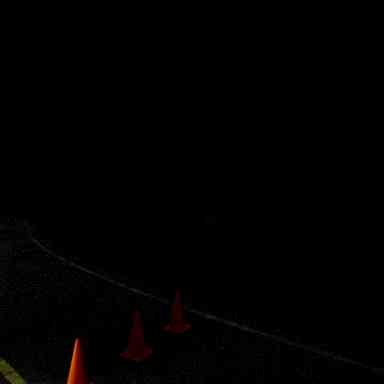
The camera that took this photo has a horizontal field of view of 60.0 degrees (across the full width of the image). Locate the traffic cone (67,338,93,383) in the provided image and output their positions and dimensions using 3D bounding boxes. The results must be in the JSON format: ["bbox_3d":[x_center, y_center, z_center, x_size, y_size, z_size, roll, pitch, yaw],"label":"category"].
[{"bbox_3d":[-1.277,1.945,3.735,0.340,0.580,0.340,1,1,31],"label":"traffic cone"}]

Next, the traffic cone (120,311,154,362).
[{"bbox_3d":[-0.758,1.938,4.585,0.340,0.580,0.340,1,1,31],"label":"traffic cone"}]

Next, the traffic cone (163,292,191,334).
[{"bbox_3d":[-0.238,1.931,5.435,0.340,0.580,0.340,1,1,31],"label":"traffic cone"}]

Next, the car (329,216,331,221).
[{"bbox_3d":[35.621,6.632,82.730,1.851,1.617,3.988,-4,-3,4],"label":"car"}]
